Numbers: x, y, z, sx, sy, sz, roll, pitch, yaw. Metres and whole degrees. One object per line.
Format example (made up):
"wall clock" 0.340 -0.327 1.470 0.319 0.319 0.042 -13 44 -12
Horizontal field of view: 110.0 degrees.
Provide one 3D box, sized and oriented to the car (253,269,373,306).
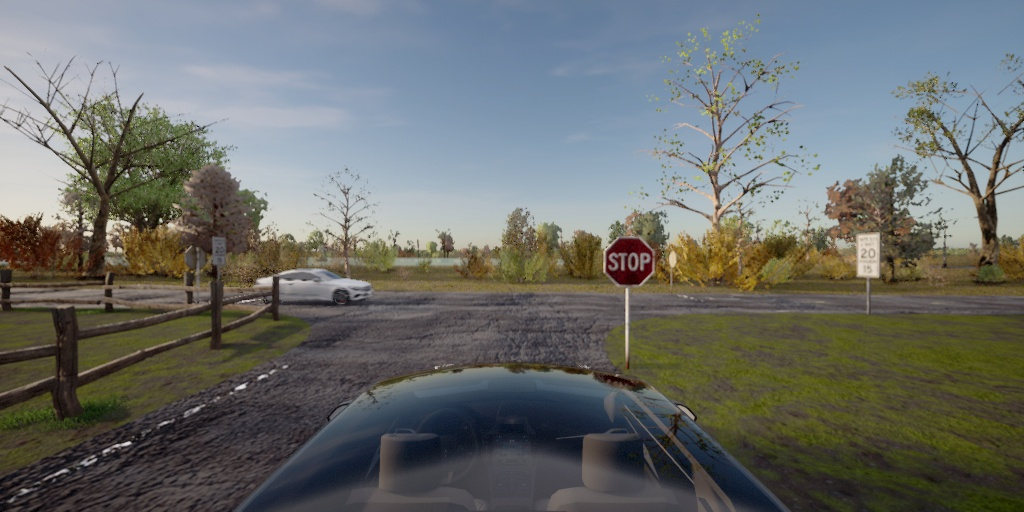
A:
"car" -8.413 1.279 15.301 4.674 1.442 1.812 0 0 0
